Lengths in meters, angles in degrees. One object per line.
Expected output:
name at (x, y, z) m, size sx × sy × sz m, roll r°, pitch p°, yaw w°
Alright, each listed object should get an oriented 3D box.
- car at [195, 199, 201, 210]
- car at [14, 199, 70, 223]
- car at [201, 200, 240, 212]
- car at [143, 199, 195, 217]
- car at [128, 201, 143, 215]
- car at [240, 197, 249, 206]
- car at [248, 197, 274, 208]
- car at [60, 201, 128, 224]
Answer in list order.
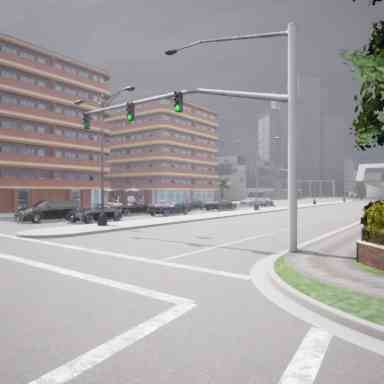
car at (-0.199, 1.547, 40.549) m, size 2.033 × 1.411 × 5.357 m, roll 0°, pitch 0°, yaw 36°
car at (-11.107, 1.352, 25.582) m, size 2.097 × 1.767 × 4.553 m, roll 0°, pitch 0°, yaw 36°
car at (3.443, 1.601, 39.600) m, size 1.895 × 1.301 × 4.718 m, roll 0°, pitch 0°, yaw 36°
car at (-2.091, 1.601, 32.005) m, size 1.895 × 1.301 × 4.718 m, roll 0°, pitch 0°, yaw 36°
car at (-5.838, 1.601, 32.813) m, size 1.895 × 1.301 × 4.718 m, roll 0°, pitch 0°, yaw 36°
car at (9.377, 1.525, 53.580) m, size 1.812 × 1.442 × 4.674 m, roll 0°, pitch 0°, yaw 37°
car at (10.592, 1.525, 49.345) m, size 1.812 × 1.442 × 4.674 m, roll 0°, pitch 0°, yaw 37°
car at (-7.249, 1.564, 24.926) m, size 1.994 × 1.385 × 4.181 m, roll 0°, pitch 0°, yaw 36°
